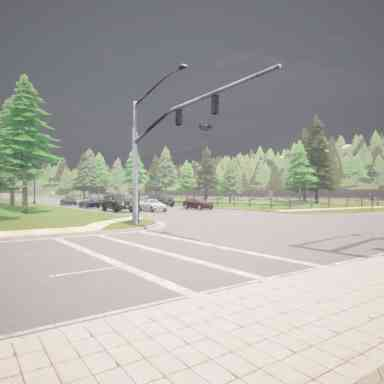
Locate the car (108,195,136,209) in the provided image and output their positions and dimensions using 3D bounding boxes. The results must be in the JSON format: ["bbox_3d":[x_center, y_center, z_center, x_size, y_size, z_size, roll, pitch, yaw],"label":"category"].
[{"bbox_3d":[-9.691,1.352,45.582,2.097,1.767,4.553,0,0,-35],"label":"car"}]

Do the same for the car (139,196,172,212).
[{"bbox_3d":[-4.637,1.526,38.424,1.812,1.442,4.674,0,0,-35],"label":"car"}]

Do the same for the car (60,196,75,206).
[{"bbox_3d":[-20.237,1.504,54.529,1.837,1.490,4.892,0,0,-35],"label":"car"}]

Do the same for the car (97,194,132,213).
[{"bbox_3d":[-8.506,1.221,37.825,2.150,2.045,5.566,0,0,-36],"label":"car"}]

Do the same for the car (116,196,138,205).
[{"bbox_3d":[-11.921,1.547,60.993,2.033,1.411,5.357,0,0,-35],"label":"car"}]

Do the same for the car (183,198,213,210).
[{"bbox_3d":[0.750,1.477,42.900,1.882,1.535,5.008,0,0,-35],"label":"car"}]

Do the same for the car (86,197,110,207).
[{"bbox_3d":[-15.147,1.547,53.353,2.033,1.411,5.357,0,0,-35],"label":"car"}]

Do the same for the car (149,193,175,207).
[{"bbox_3d":[-4.826,1.221,50.831,2.150,2.045,5.566,0,0,-35],"label":"car"}]

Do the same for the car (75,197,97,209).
[{"bbox_3d":[-14.132,1.601,45.813,1.895,1.301,4.718,0,0,-35],"label":"car"}]
